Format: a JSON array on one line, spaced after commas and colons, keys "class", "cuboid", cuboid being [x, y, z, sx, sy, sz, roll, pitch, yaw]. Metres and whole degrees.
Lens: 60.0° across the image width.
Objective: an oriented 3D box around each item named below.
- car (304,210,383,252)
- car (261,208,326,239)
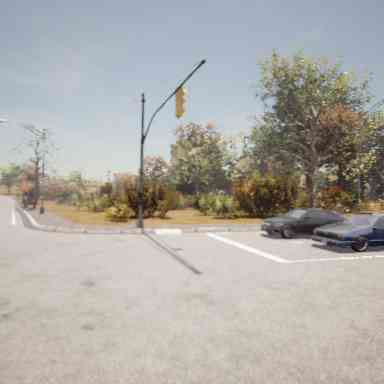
[{"class": "car", "cuboid": [7.760, 1.610, 14.073, 5.357, 1.411, 2.033, 0, 1, -19]}, {"class": "car", "cuboid": [5.854, 1.543, 17.105, 4.674, 1.442, 1.812, 1, 0, -16]}]
